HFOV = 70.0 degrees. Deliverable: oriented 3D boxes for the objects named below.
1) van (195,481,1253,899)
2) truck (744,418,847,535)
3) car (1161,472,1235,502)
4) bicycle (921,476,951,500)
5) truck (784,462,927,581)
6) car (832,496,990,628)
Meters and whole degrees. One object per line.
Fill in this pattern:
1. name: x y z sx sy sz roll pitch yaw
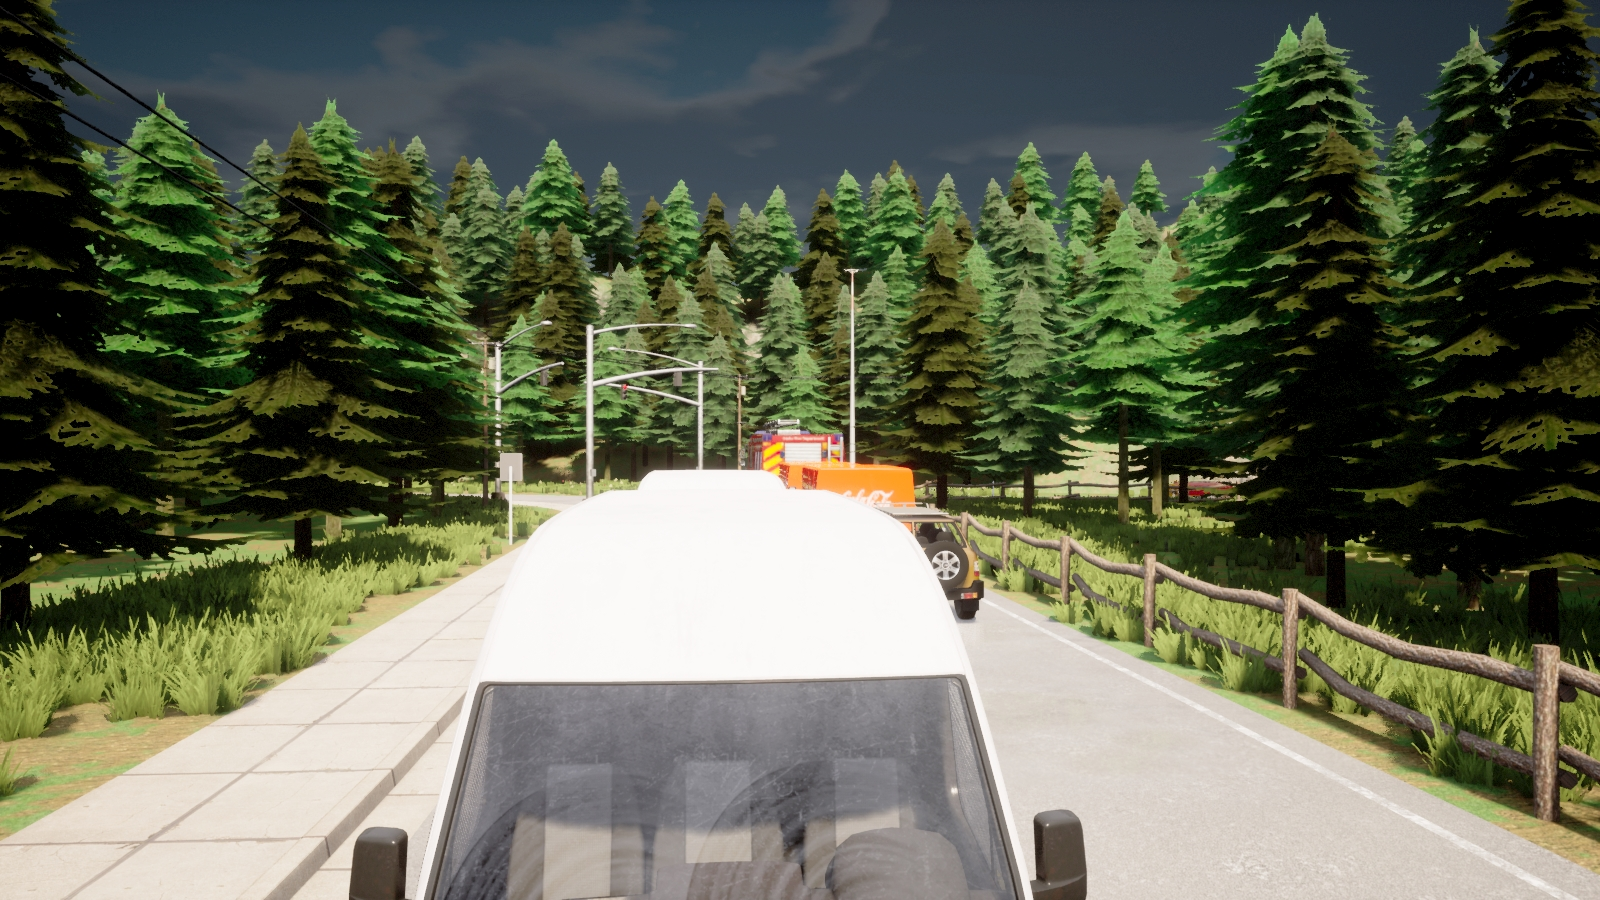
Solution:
1. van: -0.340 1.499 5.101 1.988 2.561 5.915 0 0 -5
2. truck: -0.334 0.864 41.737 2.891 3.827 8.468 0 0 -6
3. car: 21.867 2.026 62.833 3.705 1.549 1.789 0 0 24
4. bicycle: 7.716 2.155 64.875 1.487 1.276 0.859 3 0 -7
5. truck: 1.154 1.541 26.871 2.627 2.467 5.204 0 0 -5
6. car: 1.804 1.837 20.140 1.932 1.855 4.605 0 0 -5
